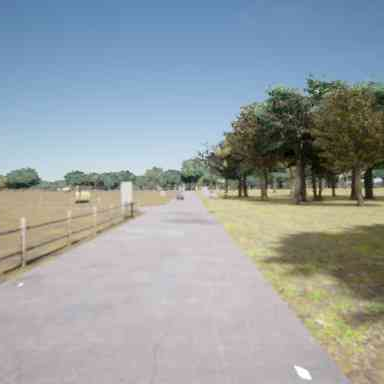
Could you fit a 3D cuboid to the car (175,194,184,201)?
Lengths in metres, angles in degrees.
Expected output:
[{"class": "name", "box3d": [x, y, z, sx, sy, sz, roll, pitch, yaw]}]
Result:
[{"class": "car", "box3d": [-2.738, 1.200, 76.361, 2.033, 1.411, 5.357, 0, 1, 0]}]
